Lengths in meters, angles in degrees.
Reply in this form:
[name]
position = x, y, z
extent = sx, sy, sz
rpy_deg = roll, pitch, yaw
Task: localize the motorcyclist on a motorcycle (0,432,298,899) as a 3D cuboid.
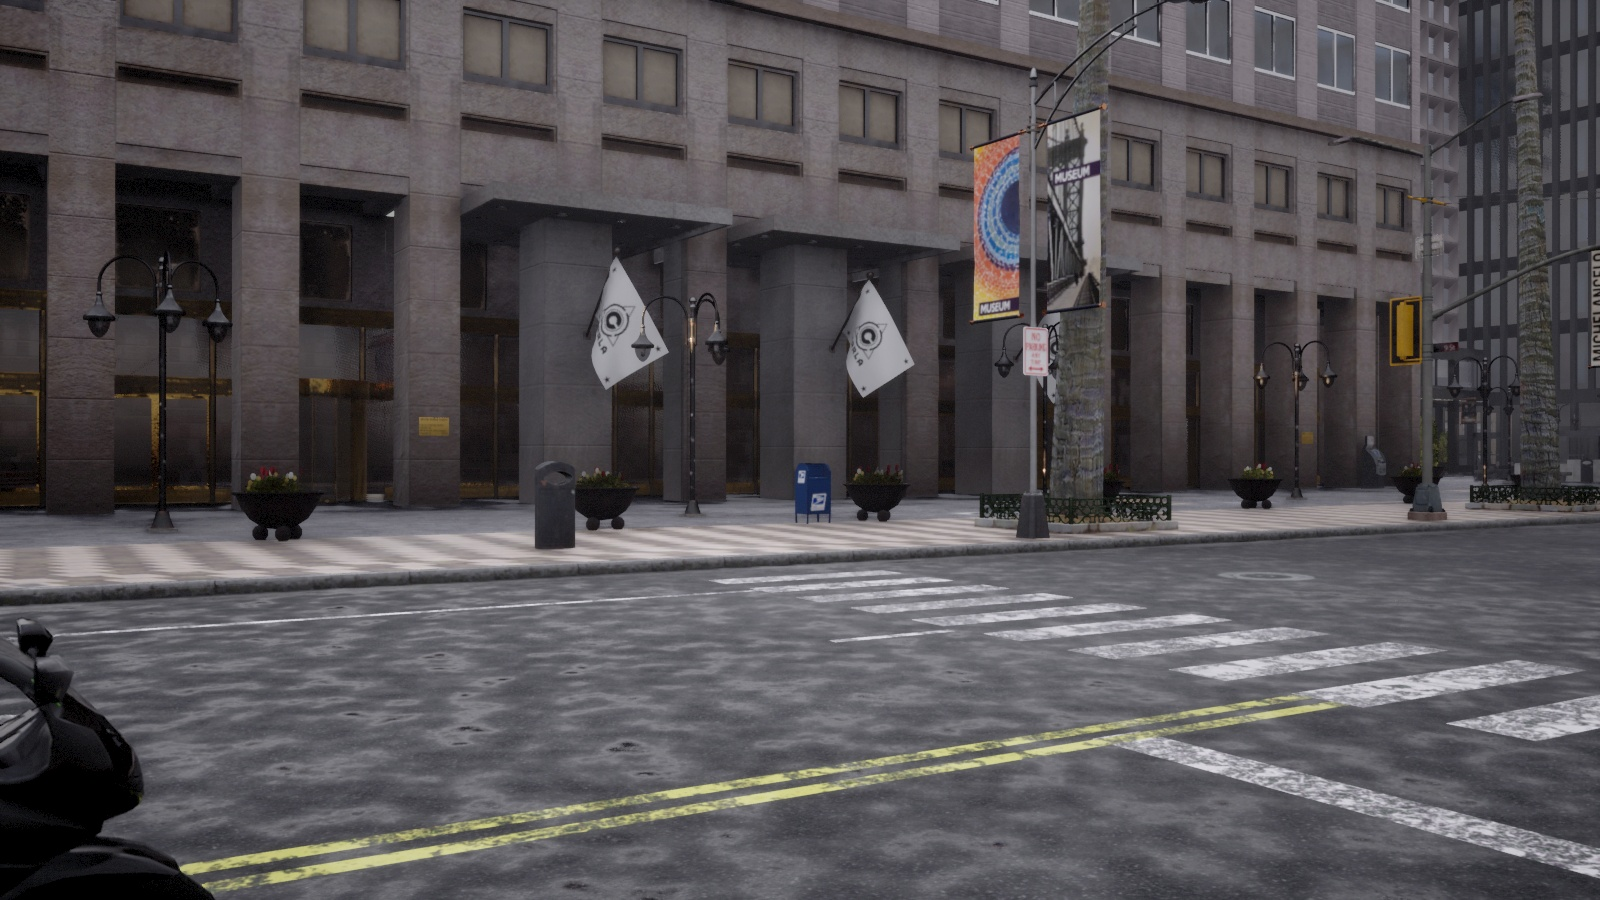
[motorcyclist on a motorcycle]
position = -2.077, 0.738, 2.268
extent = 2.044, 1.523, 0.797
rpy_deg = -1, 0, -34
